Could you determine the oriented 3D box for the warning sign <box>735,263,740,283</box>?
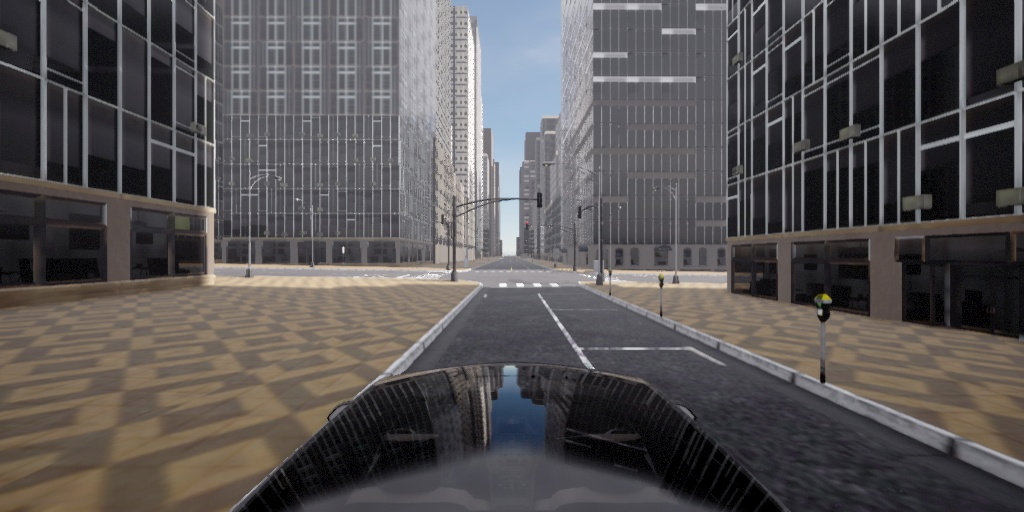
[{"bbox_3d":[17.262,1.179,27.990,1.060,1.860,1.300,0,0,-3],"label":"warning sign"}]
